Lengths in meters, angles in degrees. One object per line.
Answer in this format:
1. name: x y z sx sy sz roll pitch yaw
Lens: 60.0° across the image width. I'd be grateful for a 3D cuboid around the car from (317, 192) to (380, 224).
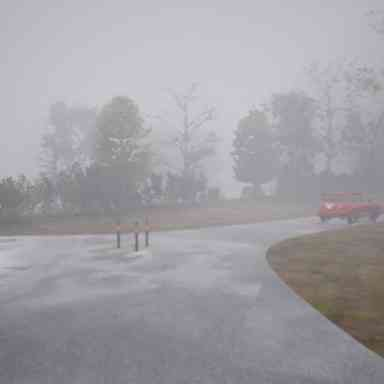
1. car: 10.800 1.030 22.895 5.566 2.045 2.150 -1 0 -40
